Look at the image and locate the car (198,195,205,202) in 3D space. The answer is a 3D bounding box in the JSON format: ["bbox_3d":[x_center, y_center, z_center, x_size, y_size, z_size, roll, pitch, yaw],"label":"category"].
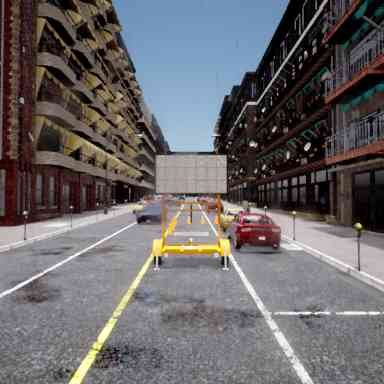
[{"bbox_3d":[2.465,1.678,58.612,1.887,1.381,4.507,1,0,0],"label":"car"}]

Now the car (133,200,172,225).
[{"bbox_3d":[-2.899,1.583,24.965,2.033,1.411,5.357,0,0,0],"label":"car"}]

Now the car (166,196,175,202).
[{"bbox_3d":[-5.474,1.822,86.310,1.947,1.339,4.313,1,0,0],"label":"car"}]

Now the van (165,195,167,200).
[{"bbox_3d":[-5.399,1.454,53.126,1.690,1.788,3.998,2,0,0],"label":"van"}]

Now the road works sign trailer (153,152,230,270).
[{"bbox_3d":[-0.022,0.475,11.027,2.380,3.560,2.880,0,0,0],"label":"road works sign trailer"}]

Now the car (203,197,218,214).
[{"bbox_3d":[2.510,1.609,36.488,1.887,1.381,4.507,1,0,0],"label":"car"}]

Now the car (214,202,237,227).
[{"bbox_3d":[2.545,1.551,20.068,1.752,1.417,4.829,1,0,0],"label":"car"}]

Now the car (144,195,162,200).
[{"bbox_3d":[-5.375,1.394,42.067,2.192,1.841,5.009,2,0,0],"label":"car"}]

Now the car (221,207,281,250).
[{"bbox_3d":[2.557,1.561,14.366,1.887,1.381,4.507,1,0,0],"label":"car"}]

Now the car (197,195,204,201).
[{"bbox_3d":[2.363,1.726,91.799,1.967,1.590,4.097,1,0,0],"label":"car"}]

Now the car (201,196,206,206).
[{"bbox_3d":[2.499,1.629,42.020,2.008,1.369,4.403,1,0,0],"label":"car"}]

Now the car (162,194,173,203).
[{"bbox_3d":[-5.445,1.518,75.248,2.192,1.841,5.009,1,0,0],"label":"car"}]

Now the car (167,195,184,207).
[{"bbox_3d":[-2.860,1.605,53.464,2.128,1.511,4.902,0,0,0],"label":"car"}]

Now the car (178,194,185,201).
[{"bbox_3d":[-2.936,1.510,91.020,2.150,2.045,5.566,0,0,0],"label":"car"}]

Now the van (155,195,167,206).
[{"bbox_3d":[-5.411,1.474,58.658,1.690,1.788,3.998,1,0,0],"label":"van"}]

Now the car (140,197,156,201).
[{"bbox_3d":[-5.369,1.589,36.365,1.752,1.417,4.829,2,0,0],"label":"car"}]

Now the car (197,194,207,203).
[{"bbox_3d":[2.390,1.543,80.736,2.192,1.841,5.009,1,0,0],"label":"car"}]

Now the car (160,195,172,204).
[{"bbox_3d":[-5.433,1.494,69.719,2.192,1.841,5.009,1,0,0],"label":"car"}]
